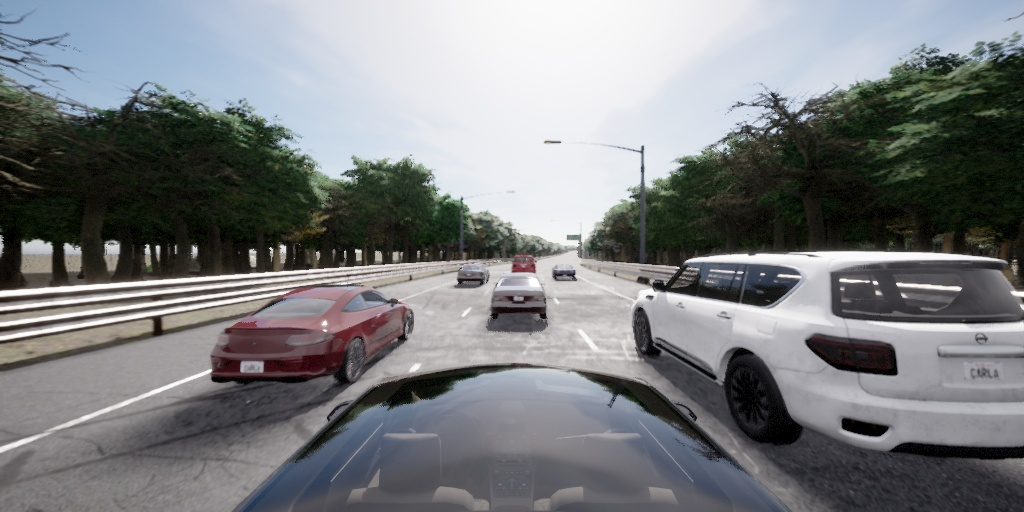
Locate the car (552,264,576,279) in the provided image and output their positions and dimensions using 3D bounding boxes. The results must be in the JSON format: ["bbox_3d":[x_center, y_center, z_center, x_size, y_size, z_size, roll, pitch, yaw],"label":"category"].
[{"bbox_3d":[4.633,1.360,32.534,1.895,1.301,4.718,0,0,4],"label":"car"}]

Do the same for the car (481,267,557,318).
[{"bbox_3d":[0.260,1.298,13.006,2.033,1.411,5.357,0,0,1],"label":"car"}]

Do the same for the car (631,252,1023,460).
[{"bbox_3d":[3.640,0.974,5.434,2.150,2.045,5.566,0,0,0],"label":"car"}]

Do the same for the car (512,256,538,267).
[{"bbox_3d":[1.150,0.978,32.880,2.150,2.045,5.566,0,0,4],"label":"car"}]

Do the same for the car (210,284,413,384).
[{"bbox_3d":[-3.350,1.273,6.950,1.812,1.442,4.674,0,0,0],"label":"car"}]

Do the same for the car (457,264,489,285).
[{"bbox_3d":[-2.742,1.298,26.323,2.033,1.411,5.357,0,0,3],"label":"car"}]
